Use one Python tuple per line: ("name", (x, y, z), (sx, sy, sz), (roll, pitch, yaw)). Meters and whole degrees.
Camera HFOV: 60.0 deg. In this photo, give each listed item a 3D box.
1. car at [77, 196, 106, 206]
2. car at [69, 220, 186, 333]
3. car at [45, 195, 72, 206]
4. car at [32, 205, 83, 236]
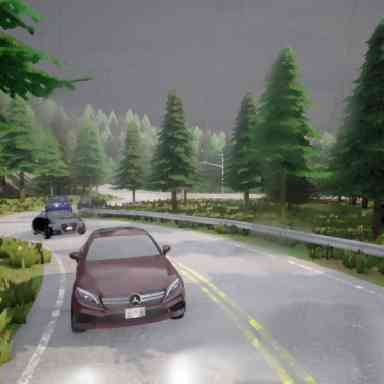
("car", (-12.763, 1.289, 42.834), (2.097, 1.767, 4.553), (2, 2, 13))
("car", (-1.529, 1.523, 7.112), (1.812, 1.442, 4.674), (-2, 0, -17))
("car", (-12.896, 1.326, 32.241), (2.150, 2.045, 5.566), (-1, 0, -18))
("car", (-7.399, 1.669, 18.296), (1.994, 1.385, 4.181), (-4, 2, -38))
